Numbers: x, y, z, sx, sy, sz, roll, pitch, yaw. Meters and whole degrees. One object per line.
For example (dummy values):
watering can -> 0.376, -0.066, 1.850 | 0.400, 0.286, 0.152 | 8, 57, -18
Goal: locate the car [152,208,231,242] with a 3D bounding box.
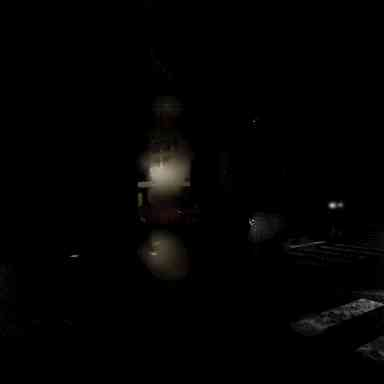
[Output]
car -> -0.162, 1.778, 17.630 | 1.802, 1.307, 4.206 | -1, 0, -35

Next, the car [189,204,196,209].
car -> 0.292, 1.804, 31.682 | 1.752, 1.417, 4.829 | -1, 0, -35

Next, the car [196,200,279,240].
car -> 2.568, 1.517, 18.369 | 2.097, 1.767, 4.553 | 0, 0, -35

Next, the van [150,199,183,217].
van -> -2.807, 1.688, 36.025 | 1.690, 1.788, 3.998 | -1, 0, -35

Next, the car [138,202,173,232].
car -> -3.360, 1.705, 22.113 | 1.967, 1.590, 4.097 | -1, 0, -35

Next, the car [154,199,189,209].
car -> -2.596, 1.630, 25.648 | 2.097, 1.767, 4.553 | 0, 0, -35
